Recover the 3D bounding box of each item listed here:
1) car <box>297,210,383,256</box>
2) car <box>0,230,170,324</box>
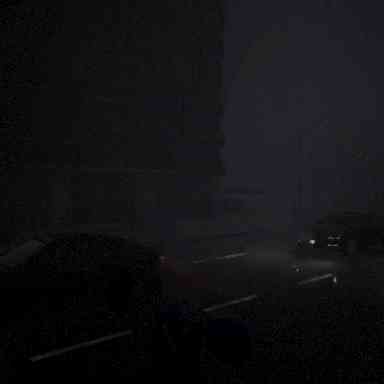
[{"bbox_3d":[6.140,1.485,13.064,4.892,1.490,1.837,0,0,-37],"label":"car"},{"bbox_3d":[-2.608,1.524,6.427,4.674,1.442,1.812,0,0,-37],"label":"car"}]
